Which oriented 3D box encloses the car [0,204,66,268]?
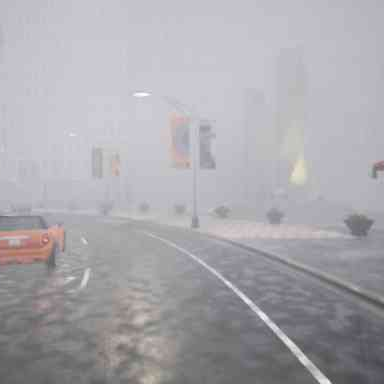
[{"bbox_3d":[-5.555,1.432,11.352,2.097,1.767,4.553,-1,0,-16],"label":"car"}]

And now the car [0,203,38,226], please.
[{"bbox_3d":[-13.708,1.696,25.968,1.837,1.490,4.892,0,-1,-40],"label":"car"}]
